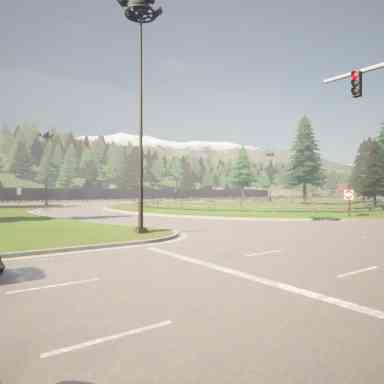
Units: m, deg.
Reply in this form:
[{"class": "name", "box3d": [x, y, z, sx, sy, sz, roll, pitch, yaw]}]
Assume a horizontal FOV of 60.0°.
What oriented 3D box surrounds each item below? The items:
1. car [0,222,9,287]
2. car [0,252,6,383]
[{"class": "car", "box3d": [-7.162, 1.547, 7.234, 5.357, 1.411, 2.033, 0, 0, -35]}, {"class": "car", "box3d": [-3.314, 1.352, 1.380, 4.553, 1.767, 2.097, 0, 0, -36]}]
